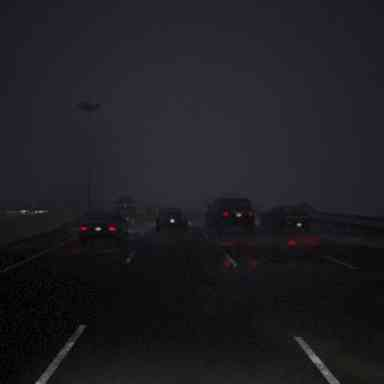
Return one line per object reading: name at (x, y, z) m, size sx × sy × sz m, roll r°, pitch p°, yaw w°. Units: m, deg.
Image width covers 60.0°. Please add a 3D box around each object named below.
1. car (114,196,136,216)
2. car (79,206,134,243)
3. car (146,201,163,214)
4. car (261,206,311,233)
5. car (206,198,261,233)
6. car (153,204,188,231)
car at (-7.406, 1.511, 36.809) m, size 2.150 × 2.045 × 5.566 m, roll 0°, pitch 0°, yaw -12°
car at (-4.341, 1.684, 16.990) m, size 2.033 × 1.411 × 5.357 m, roll 0°, pitch 0°, yaw -6°
car at (-4.389, 1.780, 39.291) m, size 1.882 × 1.535 × 5.008 m, roll 0°, pitch 0°, yaw -12°
car at (5.736, 1.638, 21.047) m, size 2.128 × 1.511 × 4.902 m, roll 0°, pitch 0°, yaw -6°
car at (2.260, 1.374, 20.853) m, size 2.150 × 2.045 × 5.566 m, roll 0°, pitch 0°, yaw -6°
car at (-1.420, 1.731, 21.964) m, size 1.994 × 1.385 × 4.181 m, roll 0°, pitch 0°, yaw -7°
